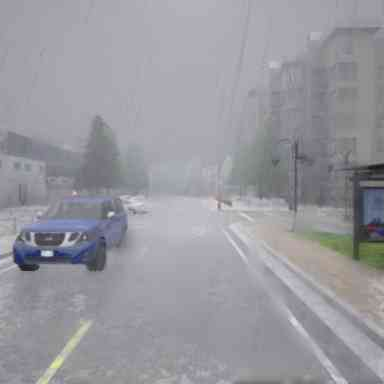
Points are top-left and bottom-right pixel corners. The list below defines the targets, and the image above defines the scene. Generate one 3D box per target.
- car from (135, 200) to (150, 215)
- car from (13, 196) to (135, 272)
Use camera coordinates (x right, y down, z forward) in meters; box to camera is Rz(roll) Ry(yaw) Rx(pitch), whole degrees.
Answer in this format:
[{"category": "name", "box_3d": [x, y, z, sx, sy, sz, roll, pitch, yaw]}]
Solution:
[{"category": "car", "box_3d": [-5.996, 1.358, 29.564, 4.674, 1.442, 1.812, 0, -1, 22]}, {"category": "car", "box_3d": [-3.553, 1.163, 10.980, 2.150, 2.045, 5.566, 0, 0, 0]}]
